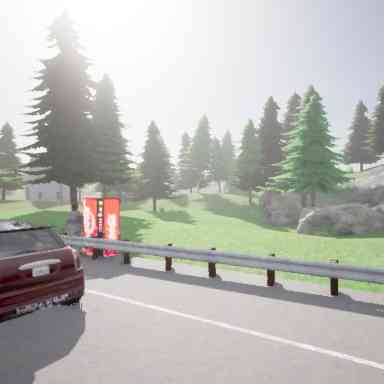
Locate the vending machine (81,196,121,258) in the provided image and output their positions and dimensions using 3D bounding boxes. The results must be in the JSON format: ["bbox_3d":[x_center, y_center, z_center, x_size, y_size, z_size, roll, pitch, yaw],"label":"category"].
[{"bbox_3d":[-3.292,1.195,12.045,0.880,2.100,1.100,0,0,33],"label":"vending machine"}]

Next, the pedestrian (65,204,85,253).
[{"bbox_3d":[-4.206,1.294,11.939,0.375,1.860,0.375,0,0,32],"label":"pedestrian"}]

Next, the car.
[{"bbox_3d":[-4.307,1.351,6.735,4.553,1.767,2.097,0,0,33],"label":"car"}]
